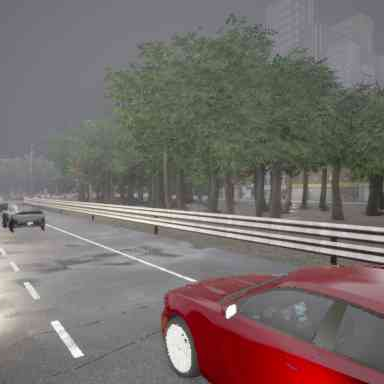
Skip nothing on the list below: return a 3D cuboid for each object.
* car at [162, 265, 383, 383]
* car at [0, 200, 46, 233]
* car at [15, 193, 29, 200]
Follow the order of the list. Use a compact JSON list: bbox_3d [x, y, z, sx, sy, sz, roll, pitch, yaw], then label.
[{"bbox_3d":[1.512,1.478,3.222,1.882,1.535,5.008,0,0,-35],"label":"car"},{"bbox_3d":[-10.171,1.490,20.013,2.128,1.511,4.902,0,0,-35],"label":"car"},{"bbox_3d":[-41.870,1.210,82.449,2.150,2.045,5.566,0,0,-7],"label":"car"}]
